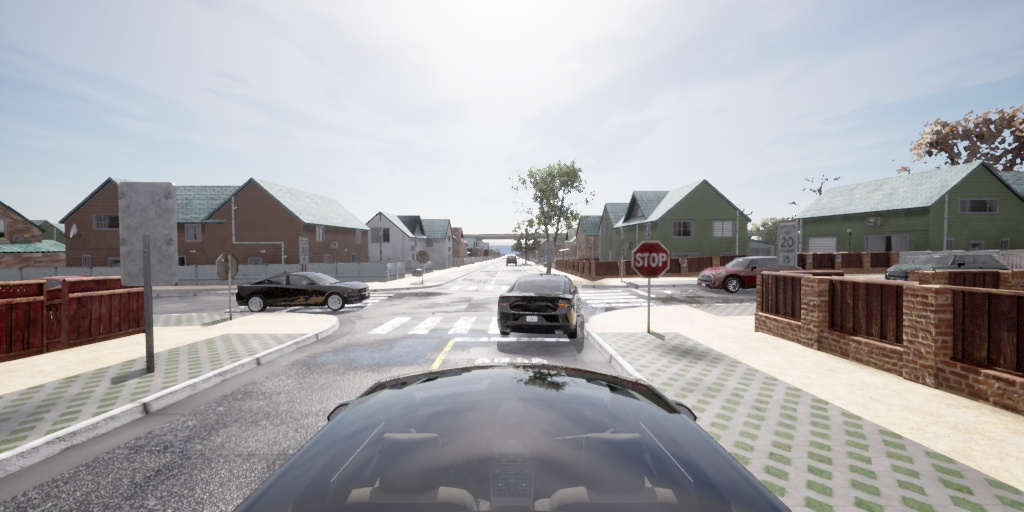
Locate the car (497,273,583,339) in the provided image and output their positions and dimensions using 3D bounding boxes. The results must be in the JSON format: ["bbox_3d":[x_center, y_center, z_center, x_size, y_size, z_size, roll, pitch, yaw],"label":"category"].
[{"bbox_3d":[0.949,1.224,10.262,1.882,1.535,5.008,0,0,12],"label":"car"}]

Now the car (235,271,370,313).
[{"bbox_3d":[-8.483,1.377,14.778,5.008,1.535,1.882,-1,2,0],"label":"car"}]

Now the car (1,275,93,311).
[{"bbox_3d":[-18.036,1.547,14.705,5.008,1.535,1.882,-1,2,0],"label":"car"}]

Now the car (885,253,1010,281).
[{"bbox_3d":[21.684,0.646,17.966,4.553,1.767,2.097,-1,2,0],"label":"car"}]

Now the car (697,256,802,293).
[{"bbox_3d":[11.789,0.820,17.884,4.553,1.767,2.097,-1,2,0],"label":"car"}]
